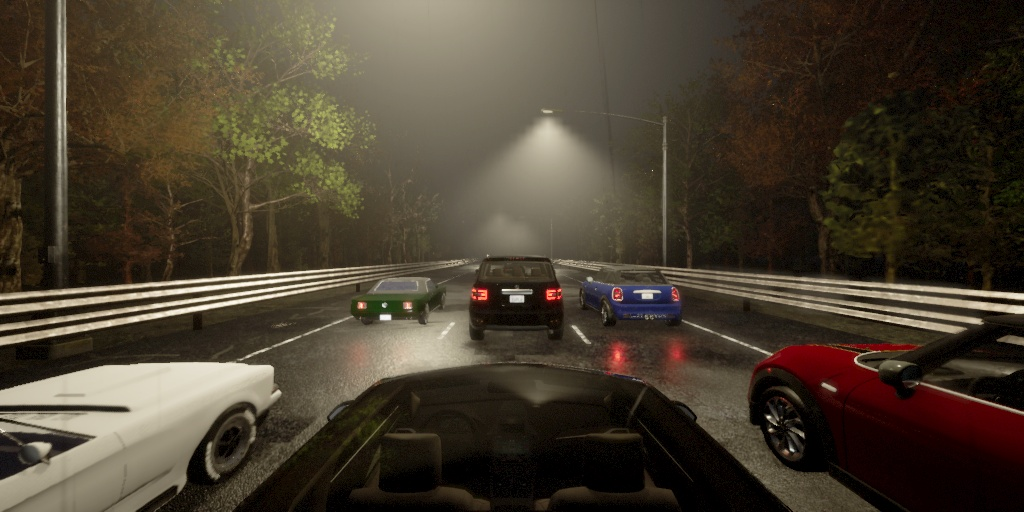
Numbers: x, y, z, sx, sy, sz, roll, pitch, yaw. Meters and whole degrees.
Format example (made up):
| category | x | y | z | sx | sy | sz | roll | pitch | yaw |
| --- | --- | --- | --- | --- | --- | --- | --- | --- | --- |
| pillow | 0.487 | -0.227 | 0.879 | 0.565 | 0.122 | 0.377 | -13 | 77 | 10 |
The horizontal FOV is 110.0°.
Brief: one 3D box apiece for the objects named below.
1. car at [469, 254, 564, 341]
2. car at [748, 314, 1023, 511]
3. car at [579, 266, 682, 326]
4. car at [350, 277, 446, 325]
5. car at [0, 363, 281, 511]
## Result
| category | x | y | z | sx | sy | sz | roll | pitch | yaw |
| --- | --- | --- | --- | --- | --- | --- | --- | --- | --- |
| car | 0.103 | 0.970 | 10.045 | 2.150 | 2.045 | 5.566 | 0 | 0 | 0 |
| car | 3.595 | 1.102 | 1.992 | 2.097 | 1.767 | 4.553 | 0 | 0 | 0 |
| car | 3.605 | 1.099 | 11.744 | 2.097 | 1.767 | 4.553 | 0 | 0 | -1 |
| car | -3.395 | 1.348 | 11.762 | 1.895 | 1.301 | 4.718 | 0 | 0 | -1 |
| car | -3.401 | 1.351 | 1.679 | 1.895 | 1.301 | 4.718 | 0 | 0 | 0 |
